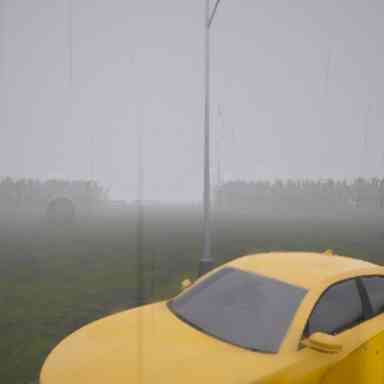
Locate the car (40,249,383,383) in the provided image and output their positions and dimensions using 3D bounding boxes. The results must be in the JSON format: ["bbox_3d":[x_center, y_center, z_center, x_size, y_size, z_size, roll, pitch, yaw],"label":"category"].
[{"bbox_3d":[1.026,1.481,3.683,5.008,1.535,1.882,1,0,-35],"label":"car"}]
